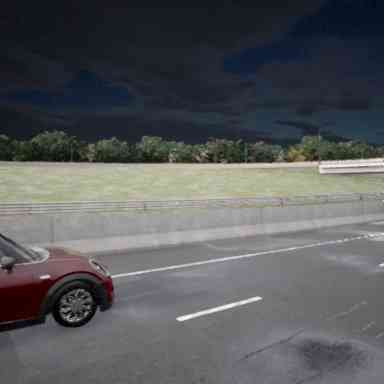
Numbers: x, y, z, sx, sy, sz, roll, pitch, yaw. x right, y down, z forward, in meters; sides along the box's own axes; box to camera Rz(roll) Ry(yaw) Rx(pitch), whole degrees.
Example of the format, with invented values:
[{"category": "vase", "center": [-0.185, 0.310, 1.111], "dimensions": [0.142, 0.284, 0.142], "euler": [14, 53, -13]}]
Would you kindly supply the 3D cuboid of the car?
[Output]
[{"category": "car", "center": [-3.629, 1.352, 5.459], "dimensions": [4.553, 1.767, 2.097], "euler": [0, 0, -36]}]
